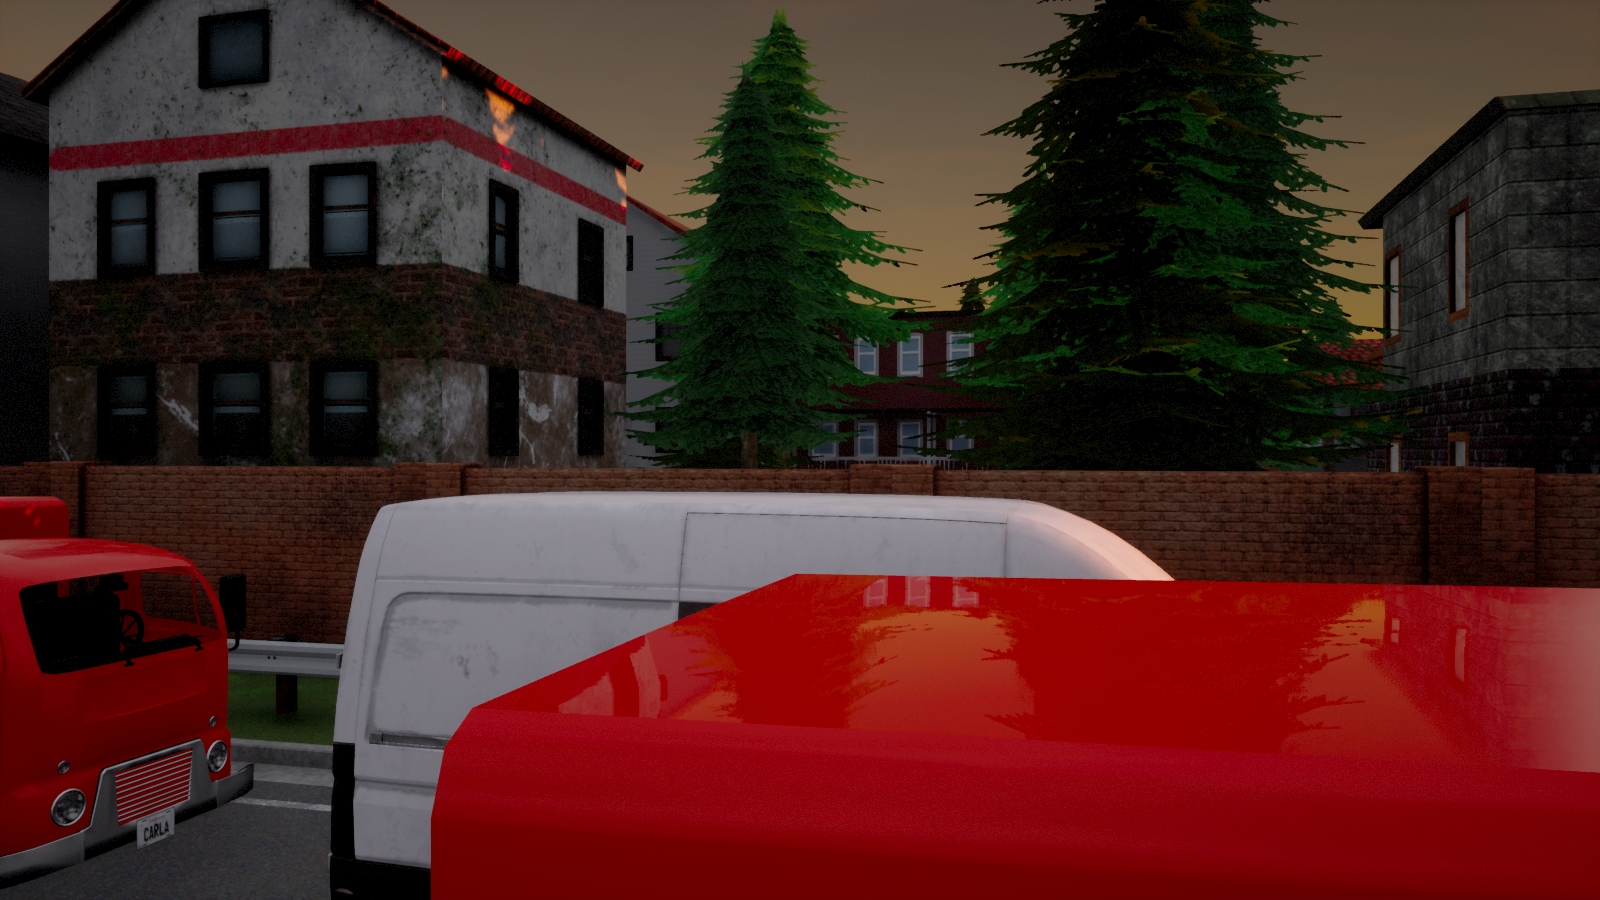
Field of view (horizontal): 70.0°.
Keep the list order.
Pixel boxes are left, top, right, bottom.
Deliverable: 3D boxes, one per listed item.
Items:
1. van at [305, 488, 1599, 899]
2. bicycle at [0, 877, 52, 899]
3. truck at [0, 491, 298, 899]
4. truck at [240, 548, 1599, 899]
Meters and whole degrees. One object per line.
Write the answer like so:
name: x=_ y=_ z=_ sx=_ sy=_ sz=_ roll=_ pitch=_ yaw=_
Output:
van: x=0.608 y=1.535 z=6.000 sx=5.915 sy=2.561 sz=1.988 roll=0 pitch=0 yaw=15
bicycle: x=-3.101 y=2.056 z=3.494 sx=1.643 sy=1.496 sz=0.373 roll=0 pitch=0 yaw=16
truck: x=-6.587 y=1.568 z=7.895 sx=5.204 sy=2.467 sz=2.627 roll=0 pitch=0 yaw=15
truck: x=2.192 y=1.568 z=1.959 sx=5.204 sy=2.467 sz=2.627 roll=0 pitch=0 yaw=15
